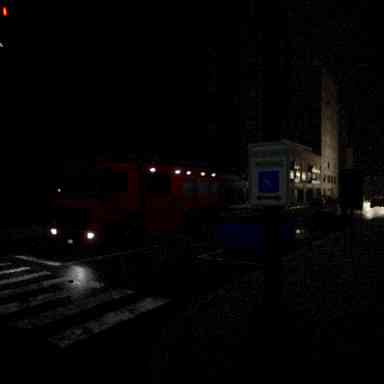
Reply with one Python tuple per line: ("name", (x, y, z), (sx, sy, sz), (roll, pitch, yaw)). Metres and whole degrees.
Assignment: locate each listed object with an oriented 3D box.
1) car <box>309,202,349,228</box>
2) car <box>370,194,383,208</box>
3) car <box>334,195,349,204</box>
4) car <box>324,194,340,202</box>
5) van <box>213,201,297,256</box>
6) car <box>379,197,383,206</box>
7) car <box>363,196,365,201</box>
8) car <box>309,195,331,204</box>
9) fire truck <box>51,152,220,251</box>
("car", (9.187, 1.559, 21.996), (1.802, 1.307, 4.206), (0, 0, 35))
("car", (25.490, 1.409, 45.259), (1.967, 1.590, 4.097), (0, 0, 35))
("car", (28.698, 1.443, 63.820), (1.967, 1.590, 4.097), (0, 0, 35))
("car", (22.175, 1.323, 54.514), (2.192, 1.841, 5.009), (0, 0, 35))
("van", (2.665, 1.315, 12.693), (1.690, 1.788, 3.998), (0, 0, 35))
("car", (32.011, 1.515, 54.564), (2.008, 1.369, 4.403), (0, 0, 35))
("car", (41.742, 1.541, 82.431), (2.008, 1.369, 4.403), (0, 0, 35))
("car", (18.916, 1.576, 49.861), (1.947, 1.339, 4.313), (0, 0, 35))
("fire truck", (-1.983, 0.345, 15.472), (2.891, 3.827, 8.468), (0, 0, 35))
